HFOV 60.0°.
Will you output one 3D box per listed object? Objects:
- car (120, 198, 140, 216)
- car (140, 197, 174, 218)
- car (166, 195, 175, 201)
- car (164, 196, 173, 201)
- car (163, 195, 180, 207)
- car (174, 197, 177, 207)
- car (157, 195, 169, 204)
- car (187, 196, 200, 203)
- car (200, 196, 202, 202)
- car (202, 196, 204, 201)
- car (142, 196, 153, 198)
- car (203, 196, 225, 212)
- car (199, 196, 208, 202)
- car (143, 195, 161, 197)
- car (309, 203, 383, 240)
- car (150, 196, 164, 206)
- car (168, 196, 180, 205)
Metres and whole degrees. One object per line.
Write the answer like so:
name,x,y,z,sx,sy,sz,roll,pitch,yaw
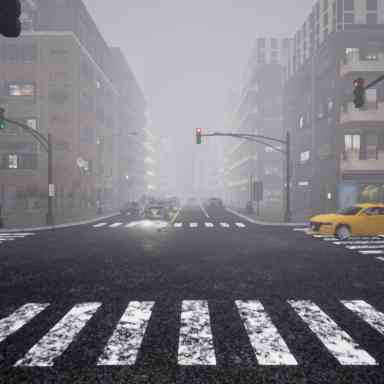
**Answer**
car,-5.726,1.572,32.188,1.947,1.339,4.313,0,0,0
car,-3.126,1.497,30.622,2.128,1.511,4.902,0,0,1
car,-5.791,1.595,89.012,2.008,1.369,4.403,0,0,0
car,-5.785,1.590,83.330,2.008,1.369,4.403,0,0,0
car,-3.145,1.578,49.899,1.994,1.385,4.181,0,0,0
car,-3.144,1.610,39.921,1.895,1.301,4.718,0,0,0
car,-5.765,1.465,66.284,1.967,1.590,4.097,0,0,0
car,-0.036,1.539,70.608,2.128,1.511,4.902,0,0,0
car,2.629,1.599,54.930,1.802,1.307,4.206,0,0,0
car,2.641,1.451,43.565,1.967,1.590,4.097,0,0,0
car,-5.732,1.534,37.701,1.752,1.417,4.829,0,0,0
car,2.647,1.449,37.882,1.967,1.590,4.097,0,0,0
car,2.602,1.585,77.659,2.008,1.369,4.403,0,0,0
car,-5.739,1.326,43.553,2.192,1.841,5.009,0,0,0
car,8.000,1.300,15.449,5.008,1.535,1.882,-1,0,-7
car,-5.752,1.457,54.918,1.967,1.590,4.097,0,0,0
car,-3.113,1.498,59.909,1.882,1.535,5.008,0,0,0
